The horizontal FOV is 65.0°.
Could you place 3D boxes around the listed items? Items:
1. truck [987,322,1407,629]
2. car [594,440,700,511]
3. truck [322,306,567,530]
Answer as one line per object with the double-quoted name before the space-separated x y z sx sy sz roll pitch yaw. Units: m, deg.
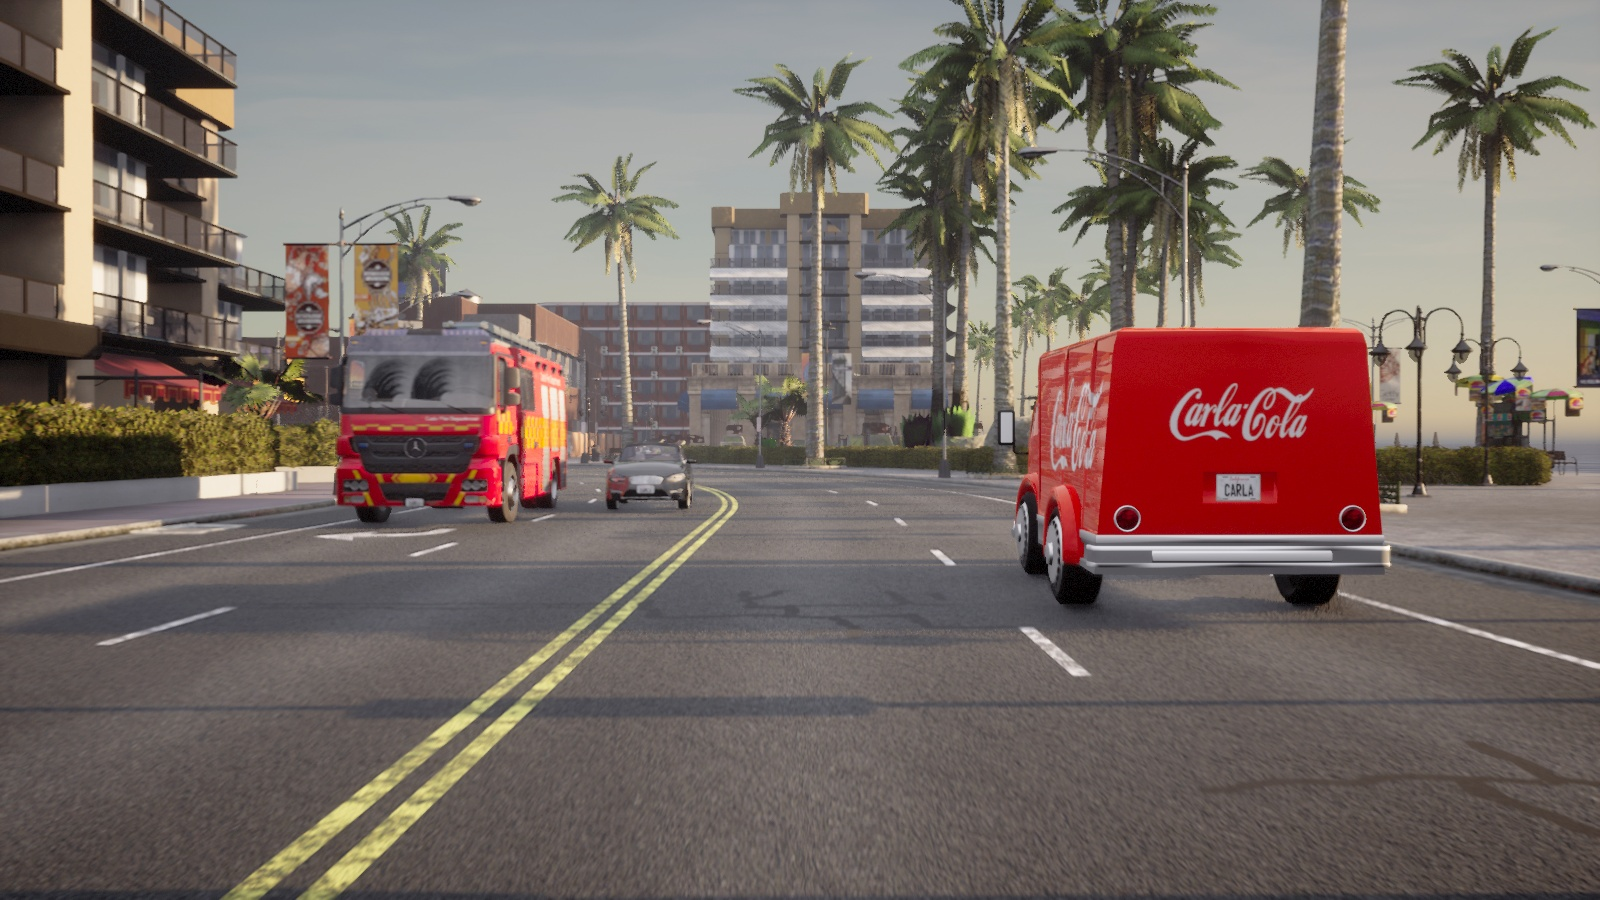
"truck" 3.585 0.191 12.731 2.627 2.467 5.204 0 0 0
"car" -3.468 0.535 29.326 2.128 1.511 4.902 0 0 -3
"truck" -6.856 -0.568 25.692 2.891 3.827 8.468 0 0 -2
